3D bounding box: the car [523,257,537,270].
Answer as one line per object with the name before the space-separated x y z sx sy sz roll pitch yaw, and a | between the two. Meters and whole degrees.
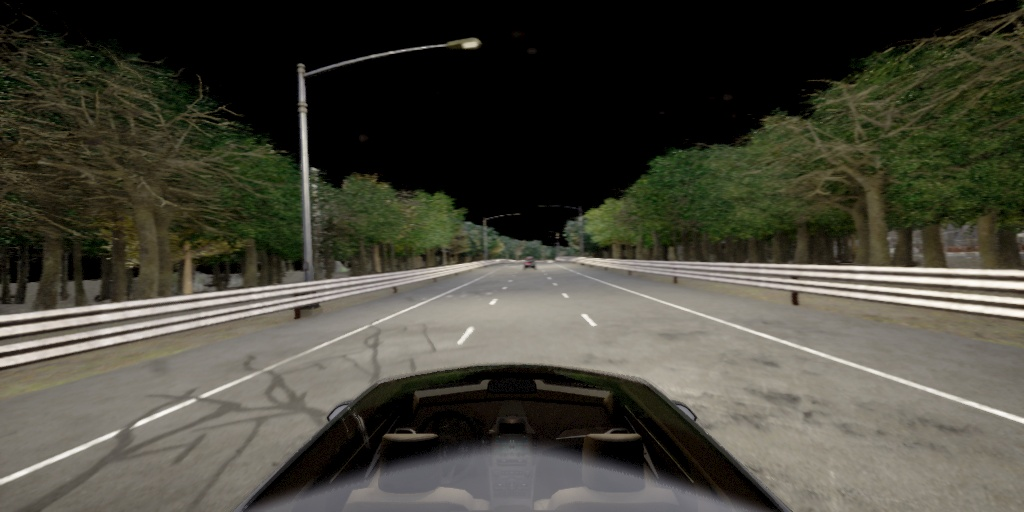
car | 2.681 1.339 53.338 1.837 1.490 4.892 -2 -2 3
